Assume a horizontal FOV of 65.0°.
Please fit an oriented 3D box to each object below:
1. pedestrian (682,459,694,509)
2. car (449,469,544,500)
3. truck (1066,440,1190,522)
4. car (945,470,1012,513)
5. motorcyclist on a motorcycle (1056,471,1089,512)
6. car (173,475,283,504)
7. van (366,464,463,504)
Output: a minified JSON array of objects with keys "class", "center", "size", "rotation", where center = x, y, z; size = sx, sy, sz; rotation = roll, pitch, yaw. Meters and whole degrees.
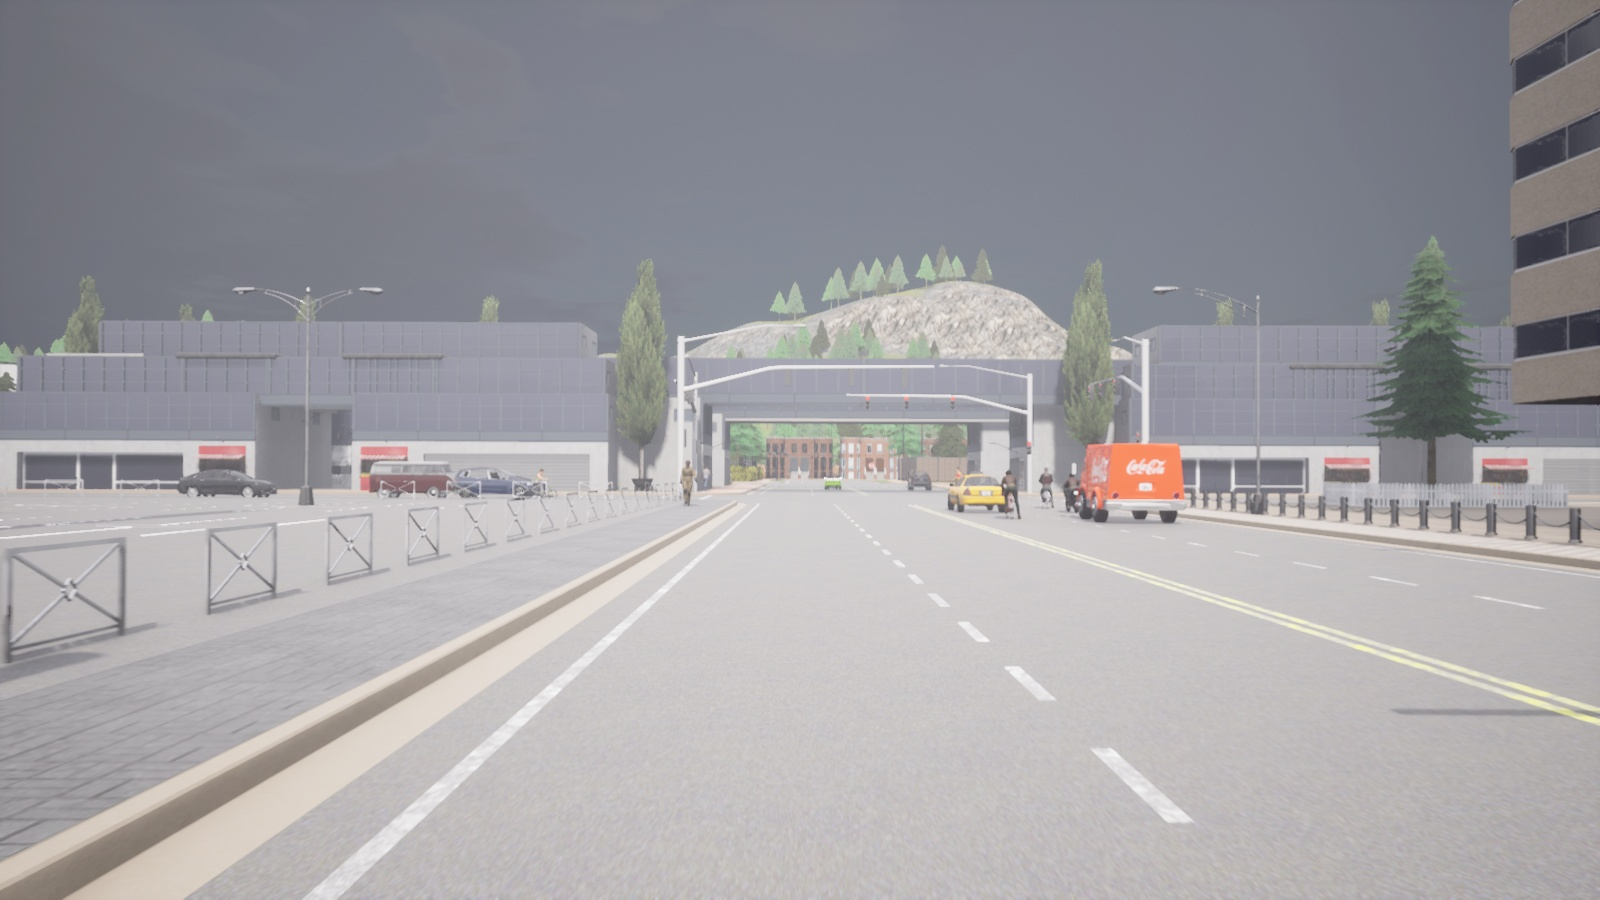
[{"class":"pedestrian","center":[-4.394,1.328,49.172],"size":[0.396,1.930,0.692],"rotation":[0,-1,-1]},{"class":"car","center":[-16.466,1.879,68.398],"size":[4.611,1.667,2.242],"rotation":[0,-1,1]},{"class":"truck","center":[10.402,0.976,40.340],"size":[2.627,2.467,5.204],"rotation":[0,-1,0]},{"class":"car","center":[6.887,1.558,48.919],"size":[1.801,1.575,5.366],"rotation":[0,-1,0]},{"class":"motorcyclist on a motorcycle","center":[10.389,1.570,47.946],"size":[0.797,1.523,2.044],"rotation":[0,-1,0]},{"class":"car","center":[-29.654,2.042,65.232],"size":[4.892,1.490,1.837],"rotation":[0,-1,2]},{"class":"van","center":[-19.928,1.746,64.979],"size":[4.442,1.987,1.775],"rotation":[0,-1,1]}]
